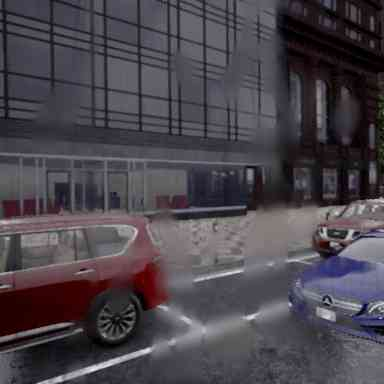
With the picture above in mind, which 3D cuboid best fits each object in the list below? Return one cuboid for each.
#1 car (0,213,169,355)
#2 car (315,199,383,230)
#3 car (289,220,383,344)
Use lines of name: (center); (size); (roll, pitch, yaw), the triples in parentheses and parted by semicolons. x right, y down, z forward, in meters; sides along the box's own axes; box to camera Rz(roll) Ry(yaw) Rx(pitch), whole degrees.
car: (-2.712, 1.309, 4.718); (5.009, 1.841, 2.192); (-1, 0, -35)
car: (6.143, 1.166, 10.990); (5.009, 1.841, 2.192); (-1, 0, -35)
car: (3.795, 1.439, 6.059); (4.674, 1.442, 1.812); (-1, 1, -35)
